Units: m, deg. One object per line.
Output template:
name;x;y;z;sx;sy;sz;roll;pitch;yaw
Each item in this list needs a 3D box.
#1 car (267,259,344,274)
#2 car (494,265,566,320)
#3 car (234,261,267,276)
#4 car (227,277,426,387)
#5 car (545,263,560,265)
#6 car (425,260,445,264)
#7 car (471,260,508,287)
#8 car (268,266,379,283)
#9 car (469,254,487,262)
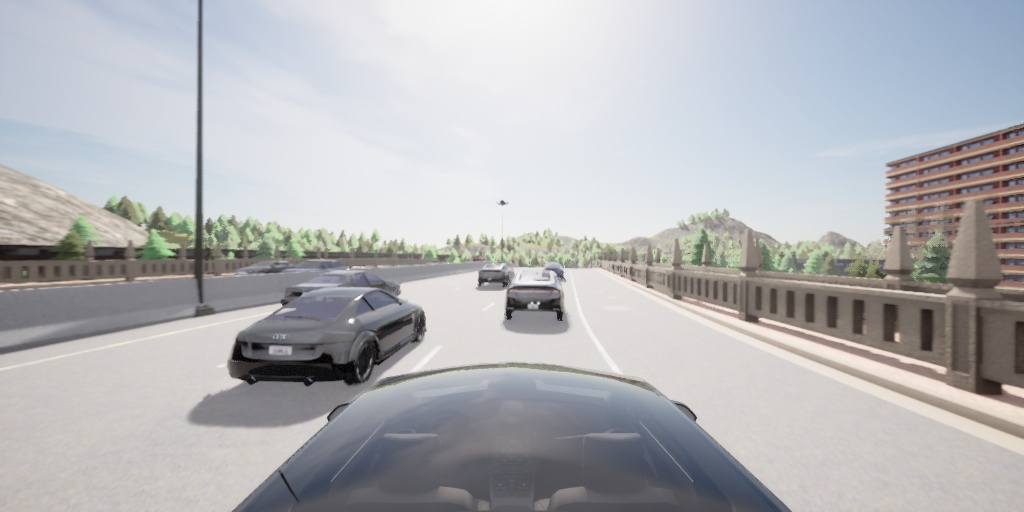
car;-12.177;1.007;22.169;2.097;1.767;4.553;0;0;9
car;0.879;1.243;12.745;2.128;1.511;4.902;0;0;6
car;-18.473;1.100;27.329;2.128;1.511;4.902;0;0;9
car;-3.130;1.289;7.019;1.994;1.385;4.181;0;0;3
car;3.510;1.288;30.937;1.812;1.442;4.674;0;0;9
car;-11.062;1.252;52.269;1.895;1.301;4.718;0;0;9
car;-1.008;1.225;24.411;2.128;1.511;4.902;0;0;8
car;-6.112;1.249;13.624;2.033;1.411;5.357;0;0;7
car;-5.873;0.701;63.011;2.150;2.045;5.566;0;-1;9
